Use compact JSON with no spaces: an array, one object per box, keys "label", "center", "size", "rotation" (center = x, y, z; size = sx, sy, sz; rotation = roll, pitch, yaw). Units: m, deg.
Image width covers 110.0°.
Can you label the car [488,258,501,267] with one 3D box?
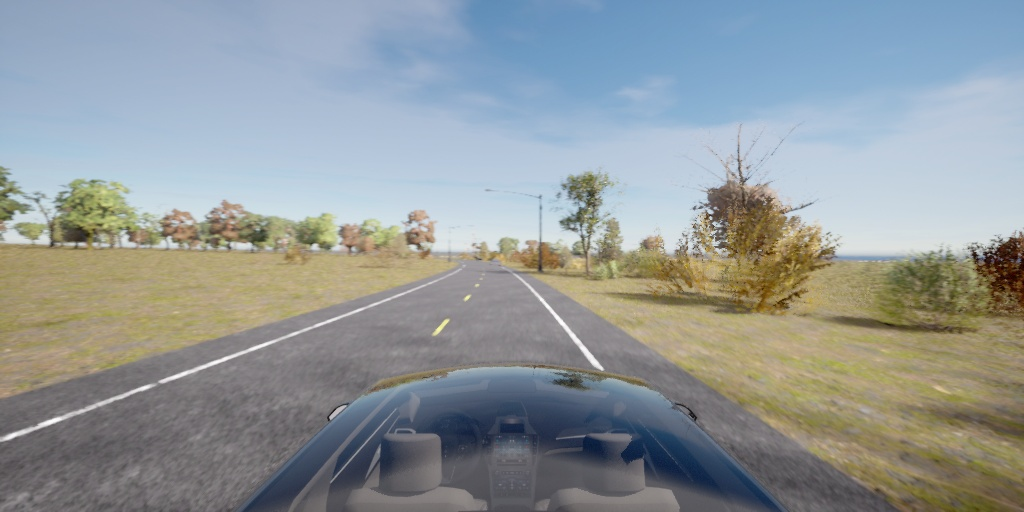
[{"label":"car","center":[-2.704,0.964,56.478],"size":[2.033,1.411,5.357],"rotation":[1,0,-5]}]
